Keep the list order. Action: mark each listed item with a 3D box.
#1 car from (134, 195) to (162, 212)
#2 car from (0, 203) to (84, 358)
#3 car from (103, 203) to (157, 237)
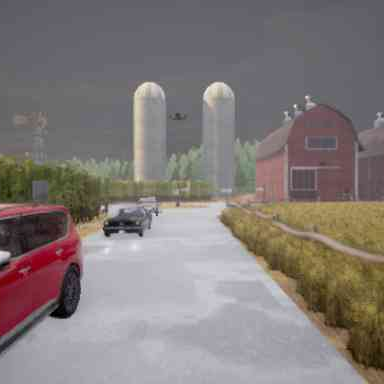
[{"bbox_3d":[-3.167,0.973,24.291,1.812,1.442,4.674,0,1,0],"label":"car"},{"bbox_3d":[-3.208,1.212,4.436,2.150,2.045,5.566,0,0,0],"label":"car"},{"bbox_3d":[-3.204,1.499,17.434,1.895,1.301,4.718,0,1,0],"label":"car"}]
